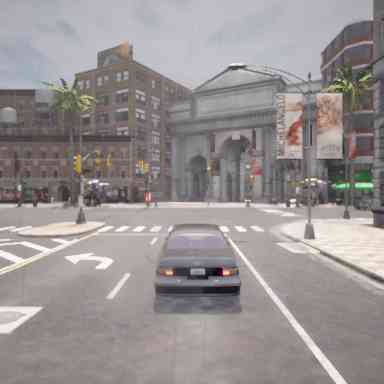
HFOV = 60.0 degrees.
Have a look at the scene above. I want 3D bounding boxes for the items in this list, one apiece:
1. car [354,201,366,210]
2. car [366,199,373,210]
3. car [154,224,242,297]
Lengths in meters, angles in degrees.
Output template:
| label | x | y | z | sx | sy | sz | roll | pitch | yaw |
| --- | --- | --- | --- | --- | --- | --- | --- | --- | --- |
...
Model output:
| label | x | y | z | sx | sy | sz | roll | pitch | yaw |
| --- | --- | --- | --- | --- | --- | --- | --- | --- | --- |
| car | 22.274 | 1.552 | 40.989 | 4.181 | 1.385 | 1.994 | 0 | 0 | 0 |
| car | 22.701 | 1.515 | 37.490 | 4.674 | 1.442 | 1.812 | 0 | 0 | 1 |
| car | 0.110 | 1.545 | 8.762 | 2.033 | 1.411 | 5.357 | 0 | 0 | 0 |
